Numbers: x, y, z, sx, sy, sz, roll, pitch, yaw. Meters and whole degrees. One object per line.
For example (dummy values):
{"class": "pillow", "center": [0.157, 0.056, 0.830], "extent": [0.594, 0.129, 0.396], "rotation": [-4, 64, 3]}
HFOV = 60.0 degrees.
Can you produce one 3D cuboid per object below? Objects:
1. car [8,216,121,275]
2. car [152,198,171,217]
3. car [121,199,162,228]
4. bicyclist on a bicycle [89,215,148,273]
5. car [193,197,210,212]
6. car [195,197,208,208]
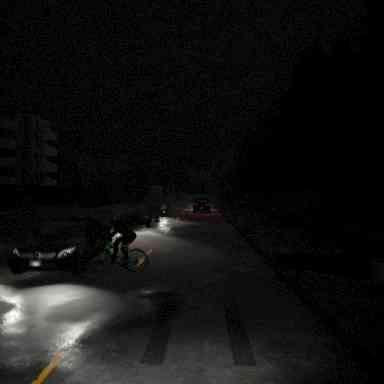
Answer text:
{"class": "car", "center": [-3.846, 1.525, 10.635], "extent": [1.812, 1.442, 4.674], "rotation": [0, 0, 2]}
{"class": "car", "center": [-3.234, 1.352, 31.730], "extent": [2.097, 1.767, 4.553], "rotation": [0, 0, 2]}
{"class": "car", "center": [-3.462, 1.478, 22.500], "extent": [1.882, 1.535, 5.008], "rotation": [0, 0, 2]}
{"class": "bicyclist on a bicycle", "center": [-2.038, 1.452, 9.188], "extent": [1.656, 1.620, 0.582], "rotation": [0, 0, 2]}
{"class": "car", "center": [1.111, 1.526, 38.193], "extent": [1.812, 1.442, 4.674], "rotation": [0, 0, 2]}
{"class": "car", "center": [1.392, 1.505, 48.435], "extent": [1.837, 1.490, 4.892], "rotation": [0, 0, 2]}
